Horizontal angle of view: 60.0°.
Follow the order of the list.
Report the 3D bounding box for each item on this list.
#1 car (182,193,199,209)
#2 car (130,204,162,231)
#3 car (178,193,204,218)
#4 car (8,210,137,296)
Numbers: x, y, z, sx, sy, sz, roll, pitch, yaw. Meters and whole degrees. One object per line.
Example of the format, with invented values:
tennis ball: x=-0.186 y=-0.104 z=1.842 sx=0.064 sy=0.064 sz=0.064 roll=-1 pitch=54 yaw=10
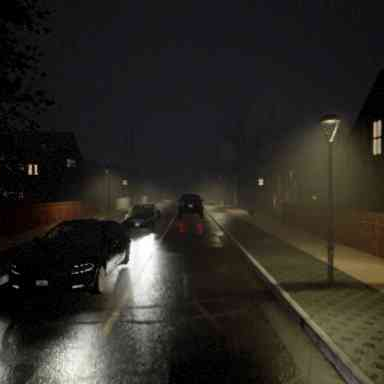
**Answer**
car: x=-0.196 y=1.201 z=45.948 sx=2.150 sy=2.045 sz=5.566 roll=0 pitch=0 yaw=0
car: x=-2.948 y=1.486 z=20.417 sx=2.128 sy=1.511 sz=4.902 roll=0 pitch=0 yaw=0
car: x=-0.106 y=1.211 z=29.790 sx=2.150 sy=2.045 sz=5.566 roll=0 pitch=0 yaw=0
car: x=-2.895 y=1.477 z=8.902 sx=1.882 sy=1.535 sz=5.008 roll=0 pitch=0 yaw=0
